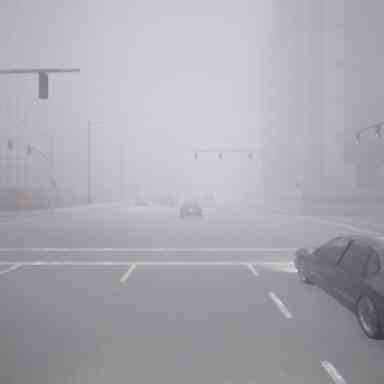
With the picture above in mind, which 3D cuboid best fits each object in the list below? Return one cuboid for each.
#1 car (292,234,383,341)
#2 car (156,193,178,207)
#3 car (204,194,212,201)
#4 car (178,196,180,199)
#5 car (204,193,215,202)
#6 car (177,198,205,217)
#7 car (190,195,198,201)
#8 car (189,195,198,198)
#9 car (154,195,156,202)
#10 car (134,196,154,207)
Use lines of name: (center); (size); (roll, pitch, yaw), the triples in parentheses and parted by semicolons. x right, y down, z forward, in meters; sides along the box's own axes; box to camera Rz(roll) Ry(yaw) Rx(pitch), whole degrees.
car: (3.575, 1.539, 6.408); (2.033, 1.411, 5.357); (0, 0, 0)
car: (-3.648, 1.161, 49.134); (2.150, 2.045, 5.566); (0, 0, 0)
car: (3.973, 1.318, 82.974); (1.837, 1.490, 4.892); (0, 0, 1)
car: (-3.333, 1.427, 64.975); (1.837, 1.490, 4.892); (0, 0, 1)
car: (3.805, 1.136, 72.361); (2.150, 2.045, 5.566); (0, 0, 1)
car: (-0.093, 1.527, 31.075); (1.994, 1.385, 4.181); (0, 0, 0)
car: (0.474, 1.358, 83.029); (2.033, 1.411, 5.357); (0, 0, 1)
car: (0.311, 1.435, 72.799); (2.128, 1.511, 4.902); (0, 0, 1)
car: (-6.838, 1.401, 64.670); (1.882, 1.535, 5.008); (0, 0, 1)
car: (-7.146, 1.506, 48.615); (1.994, 1.385, 4.181); (0, 0, 1)
